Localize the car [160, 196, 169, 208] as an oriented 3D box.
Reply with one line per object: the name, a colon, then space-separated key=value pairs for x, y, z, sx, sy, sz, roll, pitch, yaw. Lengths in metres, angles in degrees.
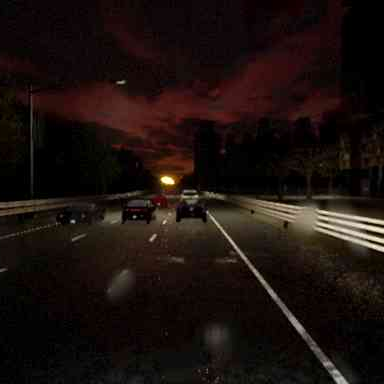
car: x=-3.781 y=1.161 z=39.895 sx=1.812 sy=1.442 sz=4.674 roll=0 pitch=1 yaw=-1

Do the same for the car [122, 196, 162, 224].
car: x=-3.533 y=1.304 z=22.799 sx=2.128 sy=1.511 sz=4.902 roll=0 pitch=0 yaw=-1

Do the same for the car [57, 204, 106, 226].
car: x=-7.020 y=1.426 z=21.755 sx=1.895 sy=1.301 sz=4.718 roll=0 pitch=1 yaw=-1

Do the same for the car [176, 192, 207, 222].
car: x=-0.053 y=1.151 z=24.462 sx=2.097 sy=1.767 sz=4.553 roll=0 pitch=1 yaw=-1
